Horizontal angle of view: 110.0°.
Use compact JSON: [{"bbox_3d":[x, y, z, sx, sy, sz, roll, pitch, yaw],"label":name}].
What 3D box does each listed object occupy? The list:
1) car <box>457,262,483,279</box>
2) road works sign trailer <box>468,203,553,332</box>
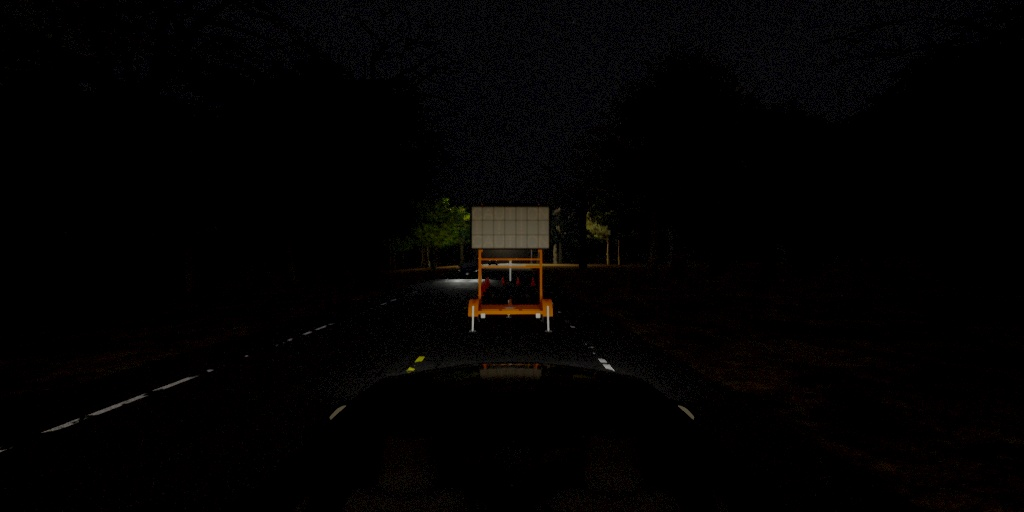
[{"bbox_3d":[-3.761,1.245,32.373,1.812,1.442,4.674,0,0,0],"label":"car"},{"bbox_3d":[-0.047,0.213,10.855,2.380,3.560,2.880,0,0,0],"label":"road works sign trailer"}]
